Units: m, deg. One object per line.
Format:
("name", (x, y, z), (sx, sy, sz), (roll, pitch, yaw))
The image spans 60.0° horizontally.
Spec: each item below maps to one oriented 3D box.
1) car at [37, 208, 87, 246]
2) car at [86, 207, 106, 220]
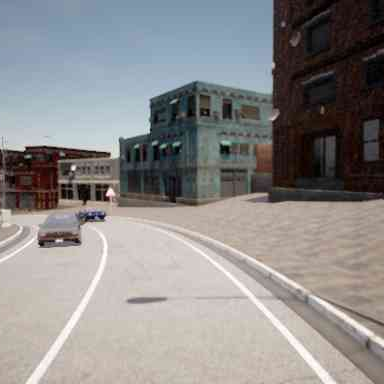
("car", (-6.508, 1.757, 16.788), (2.033, 1.411, 5.357), (-1, -1, -18))
("car", (-9.984, 2.133, 32.454), (1.895, 1.301, 4.718), (-2, -1, -32))
